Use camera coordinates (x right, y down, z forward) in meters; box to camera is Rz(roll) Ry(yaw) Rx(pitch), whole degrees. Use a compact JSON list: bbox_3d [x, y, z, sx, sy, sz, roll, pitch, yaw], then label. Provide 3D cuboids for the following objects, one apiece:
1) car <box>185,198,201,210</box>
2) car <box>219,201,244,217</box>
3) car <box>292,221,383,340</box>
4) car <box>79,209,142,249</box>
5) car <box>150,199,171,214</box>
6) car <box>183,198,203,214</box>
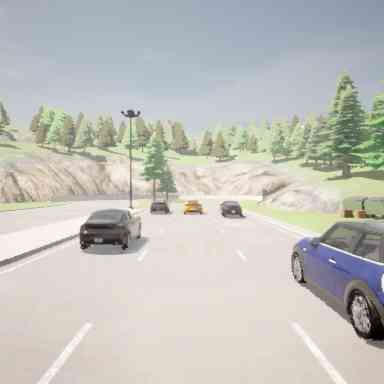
[{"bbox_3d":[0.139,1.547,44.515,2.033,1.411,5.357,0,0,1],"label":"car"},{"bbox_3d":[3.600,1.525,31.151,1.812,1.442,4.674,0,0,0],"label":"car"},{"bbox_3d":[3.599,1.352,6.691,2.097,1.767,4.553,0,0,0],"label":"car"},{"bbox_3d":[-3.399,1.505,14.507,1.837,1.490,4.892,0,0,0],"label":"car"},{"bbox_3d":[-3.399,1.490,36.080,2.128,1.511,4.902,0,0,0],"label":"car"},{"bbox_3d":[0.097,1.478,34.689,1.882,1.535,5.008,0,0,0],"label":"car"}]
